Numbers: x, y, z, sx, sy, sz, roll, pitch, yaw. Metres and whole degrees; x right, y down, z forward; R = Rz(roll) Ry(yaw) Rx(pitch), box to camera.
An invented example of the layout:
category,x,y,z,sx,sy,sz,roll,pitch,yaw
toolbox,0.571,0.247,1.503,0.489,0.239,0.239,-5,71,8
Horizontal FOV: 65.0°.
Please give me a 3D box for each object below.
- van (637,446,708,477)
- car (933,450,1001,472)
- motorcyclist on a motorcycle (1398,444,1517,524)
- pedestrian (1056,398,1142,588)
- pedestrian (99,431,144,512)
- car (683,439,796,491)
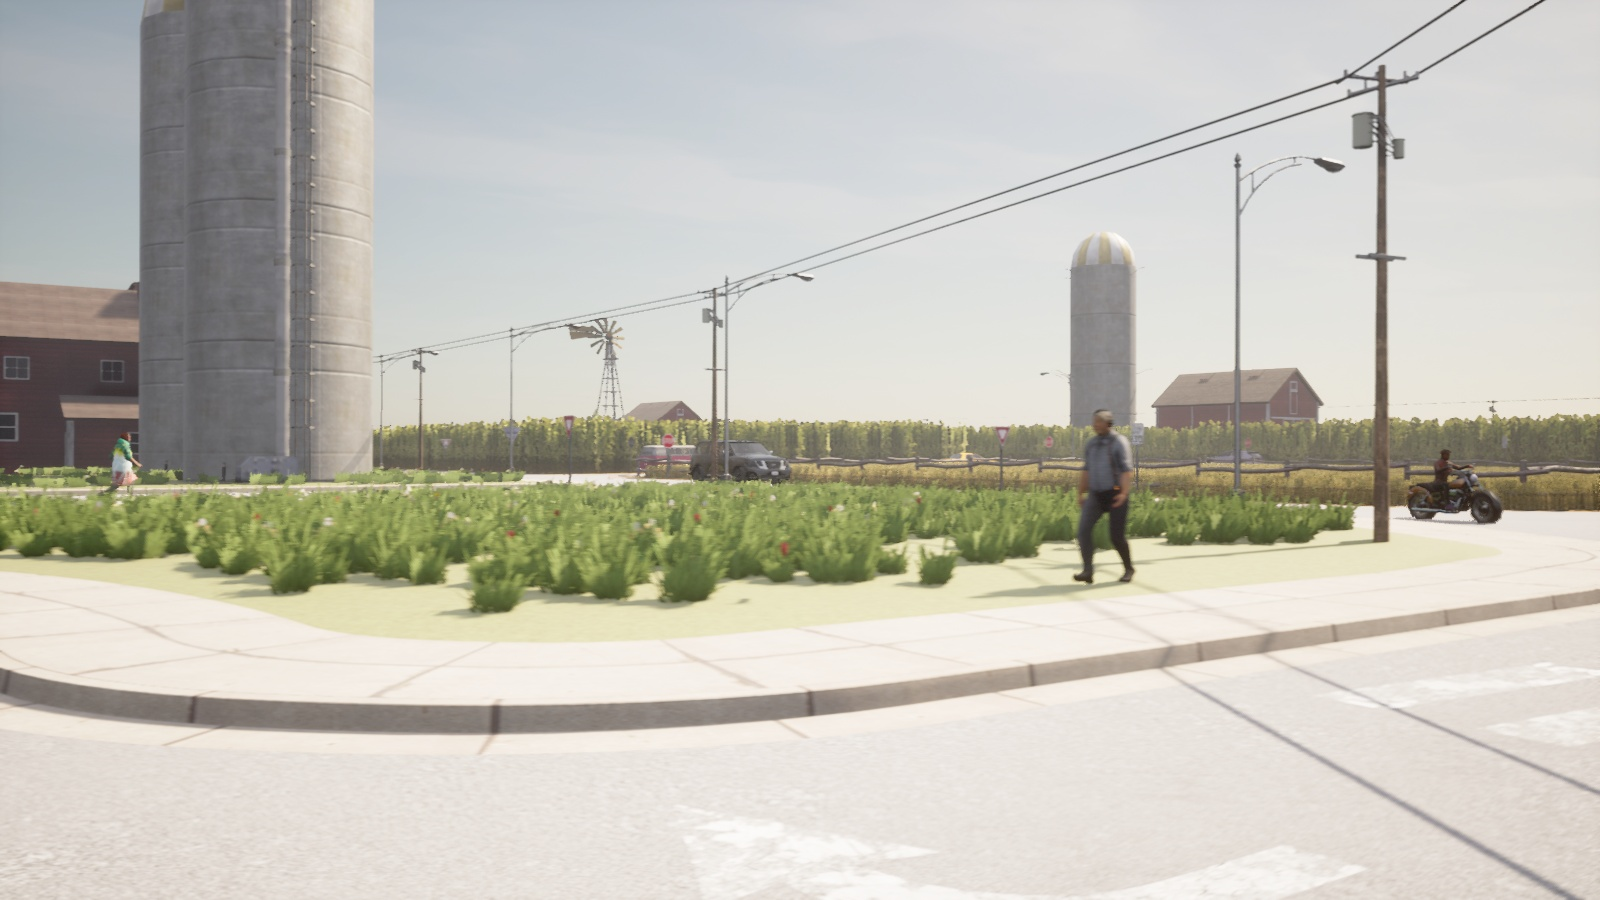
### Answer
category,x,y,z,sx,sy,sz,roll,pitch,yaw
van,-8.356,0.717,82.337,4.442,1.987,1.775,0,0,-41
car,12.972,0.822,97.202,5.366,1.575,1.801,-1,0,-35
motorcyclist on a motorcycle,14.241,0.716,27.275,0.766,1.649,2.350,-1,0,-21
pedestrian,3.012,0.423,12.657,0.694,1.848,0.540,0,0,-42
pedestrian,-16.664,0.511,30.845,0.873,1.952,0.659,0,0,-36
car,-2.621,0.599,52.784,2.150,2.045,5.566,0,0,-35
